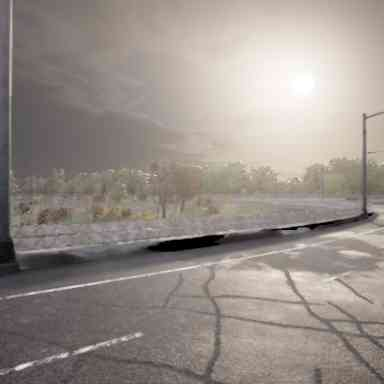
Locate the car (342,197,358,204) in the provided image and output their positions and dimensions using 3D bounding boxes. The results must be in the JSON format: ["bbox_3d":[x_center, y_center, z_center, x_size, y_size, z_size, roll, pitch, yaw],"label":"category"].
[{"bbox_3d":[40.674,2.334,85.671,2.150,2.045,5.566,0,-1,2],"label":"car"}]
